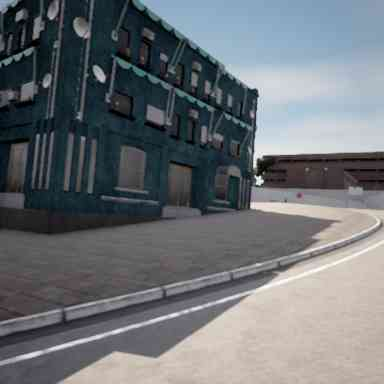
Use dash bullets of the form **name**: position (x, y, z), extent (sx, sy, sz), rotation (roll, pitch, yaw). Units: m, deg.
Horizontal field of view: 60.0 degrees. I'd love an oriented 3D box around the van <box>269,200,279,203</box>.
- **van**: position (15.734, 2.528, 64.010), extent (1.878, 1.987, 4.442), rotation (2, -5, 13)
